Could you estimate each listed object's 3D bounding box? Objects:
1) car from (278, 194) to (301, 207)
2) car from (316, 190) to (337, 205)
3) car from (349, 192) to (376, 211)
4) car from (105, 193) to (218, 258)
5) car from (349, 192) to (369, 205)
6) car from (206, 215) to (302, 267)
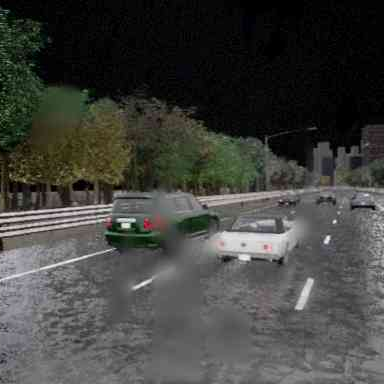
[{"bbox_3d":[10.846,0.898,36.783,1.895,1.301,4.718,-1,1,25],"label":"car"},{"bbox_3d":[16.064,0.527,39.622,2.097,1.767,4.553,-1,1,25],"label":"car"},{"bbox_3d":[15.259,0.872,29.840,1.994,1.385,4.181,-1,1,25],"label":"car"},{"bbox_3d":[-0.819,1.028,12.277,2.150,2.045,5.566,-1,1,25],"label":"car"},{"bbox_3d":[19.745,0.682,39.396,1.994,1.385,4.181,-1,1,26],"label":"car"},{"bbox_3d":[2.327,1.374,10.703,1.895,1.301,4.718,-1,1,25],"label":"car"}]
